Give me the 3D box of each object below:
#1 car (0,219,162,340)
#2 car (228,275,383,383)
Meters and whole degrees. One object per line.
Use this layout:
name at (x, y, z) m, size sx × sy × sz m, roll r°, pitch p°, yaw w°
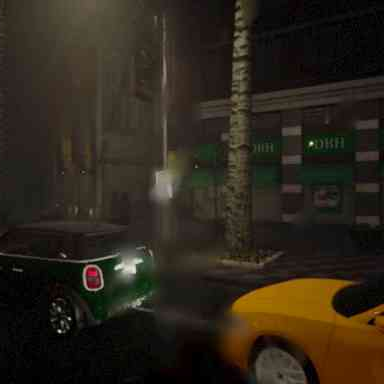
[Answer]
car at (-2.928, 1.379, 6.725) m, size 4.553 × 1.767 × 2.097 m, roll 0°, pitch 0°, yaw 29°
car at (2.752, 1.474, 3.260) m, size 5.008 × 1.535 × 1.882 m, roll 0°, pitch 0°, yaw 35°
